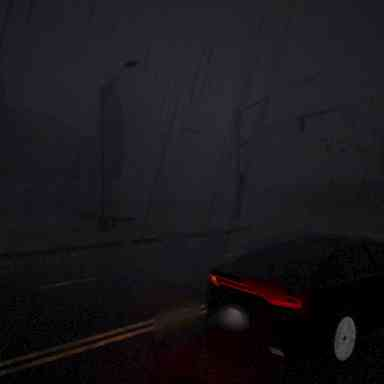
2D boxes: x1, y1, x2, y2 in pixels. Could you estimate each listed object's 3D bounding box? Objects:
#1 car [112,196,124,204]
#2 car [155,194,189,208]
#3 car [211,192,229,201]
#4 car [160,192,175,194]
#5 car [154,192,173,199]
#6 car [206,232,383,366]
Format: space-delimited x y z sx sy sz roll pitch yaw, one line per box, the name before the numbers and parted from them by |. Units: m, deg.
car | -14.225 1.499 61.905 1.994 1.385 4.181 0 0 -35
car | -3.065 1.436 46.072 2.033 1.411 5.357 0 0 -35
car | 5.831 0.917 71.369 3.866 1.878 1.905 0 0 -37
car | -5.991 0.946 87.032 3.866 1.878 1.905 0 0 -37
car | -7.687 0.947 89.378 4.605 1.855 1.932 0 0 -37
car | 2.524 1.446 5.865 5.008 1.535 1.882 0 0 -38
